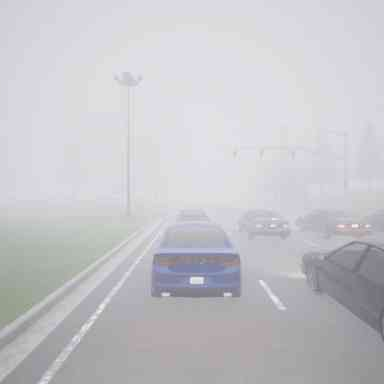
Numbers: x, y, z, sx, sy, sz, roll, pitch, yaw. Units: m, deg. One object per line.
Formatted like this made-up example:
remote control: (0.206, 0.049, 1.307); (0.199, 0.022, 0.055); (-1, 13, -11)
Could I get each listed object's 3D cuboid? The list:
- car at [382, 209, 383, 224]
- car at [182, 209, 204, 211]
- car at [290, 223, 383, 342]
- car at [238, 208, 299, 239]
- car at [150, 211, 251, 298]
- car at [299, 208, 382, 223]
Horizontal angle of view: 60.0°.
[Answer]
car: (10.537, 1.547, 17.081); (2.033, 1.411, 5.357); (0, 0, 2)
car: (0.068, 1.564, 17.382); (1.994, 1.385, 4.181); (0, 0, 0)
car: (3.593, 1.547, 5.804); (2.033, 1.411, 5.357); (0, 0, 0)
car: (3.567, 1.547, 17.226); (2.033, 1.411, 5.357); (0, 0, 0)
car: (0.086, 1.478, 8.596); (1.882, 1.535, 5.008); (0, 0, 0)
car: (7.101, 1.547, 17.221); (2.033, 1.411, 5.357); (0, 0, -3)
